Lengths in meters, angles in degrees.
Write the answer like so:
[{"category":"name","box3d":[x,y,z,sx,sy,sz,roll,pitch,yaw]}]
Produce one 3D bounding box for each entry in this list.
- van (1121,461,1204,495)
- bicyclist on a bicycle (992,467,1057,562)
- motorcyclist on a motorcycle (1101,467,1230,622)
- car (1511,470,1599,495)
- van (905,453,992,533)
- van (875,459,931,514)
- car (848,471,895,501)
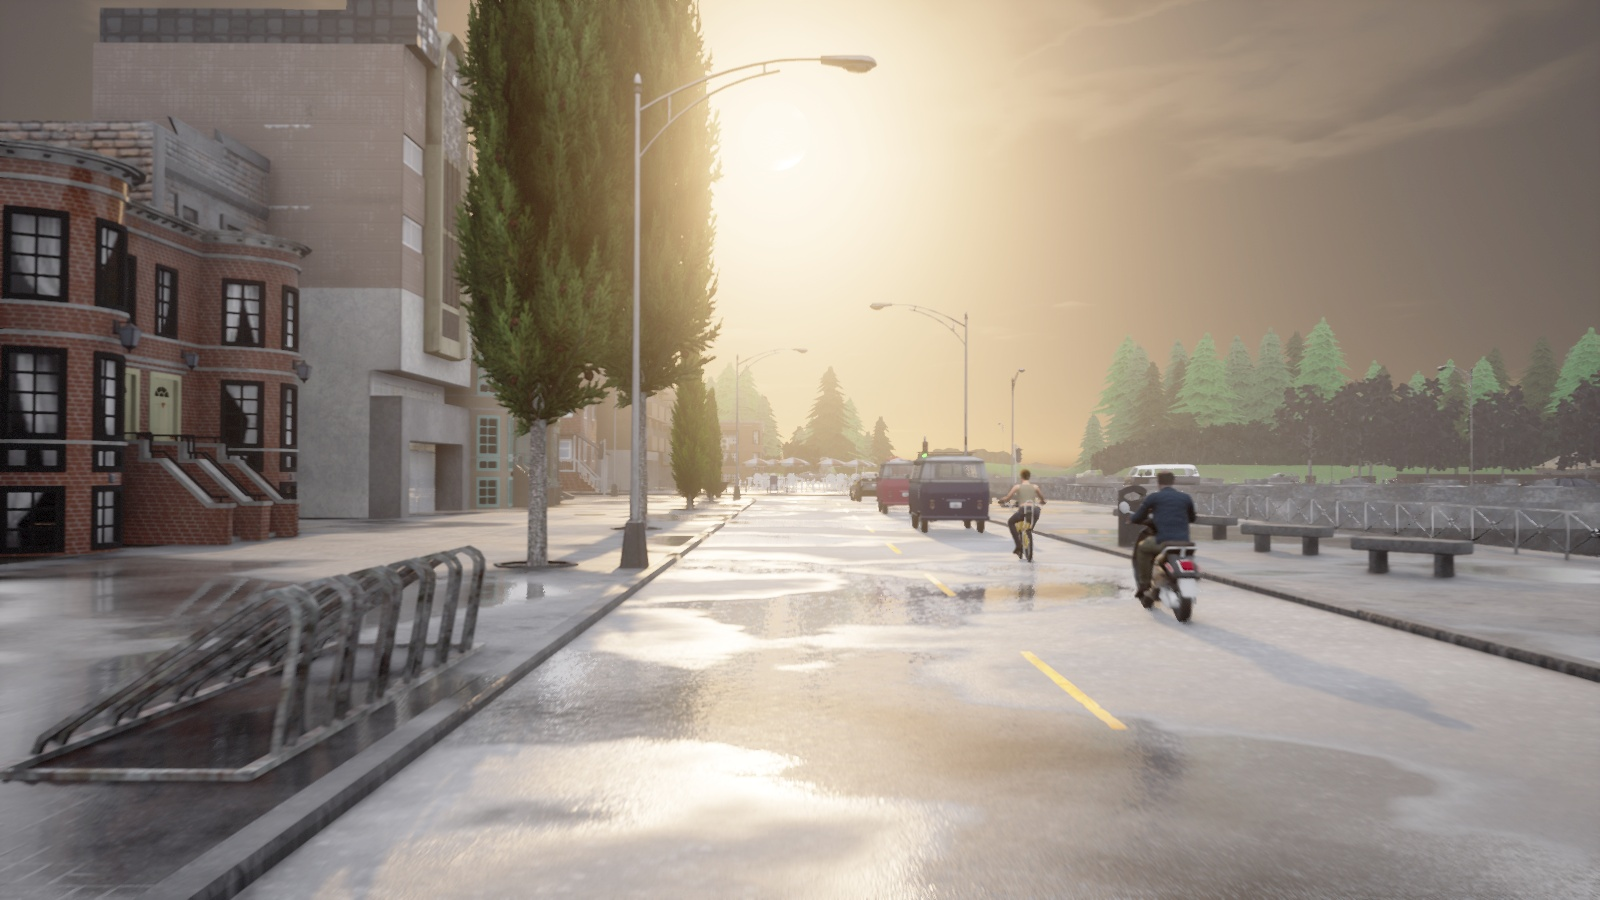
[{"category":"van","box3d":[22.230,1.740,77.141,4.480,2.038,2.069,0,-1,0]},{"category":"bicyclist on a bicycle","box3d":[3.937,1.106,22.162,0.866,1.612,1.509,0,-1,0]},{"category":"motorcyclist on a motorcycle","box3d":[3.963,0.983,13.767,0.866,1.590,1.817,0,-1,0]},{"category":"car","box3d":[44.770,1.909,73.238,5.357,1.411,2.033,0,-1,1]},{"category":"van","box3d":[3.911,1.116,33.693,1.775,1.987,4.442,0,-1,0]},{"category":"van","box3d":[3.874,1.354,47.922,1.775,1.987,4.442,0,-1,0]},{"category":"car","box3d":[3.707,1.851,65.970,2.007,1.525,4.514,0,-1,-3]}]
